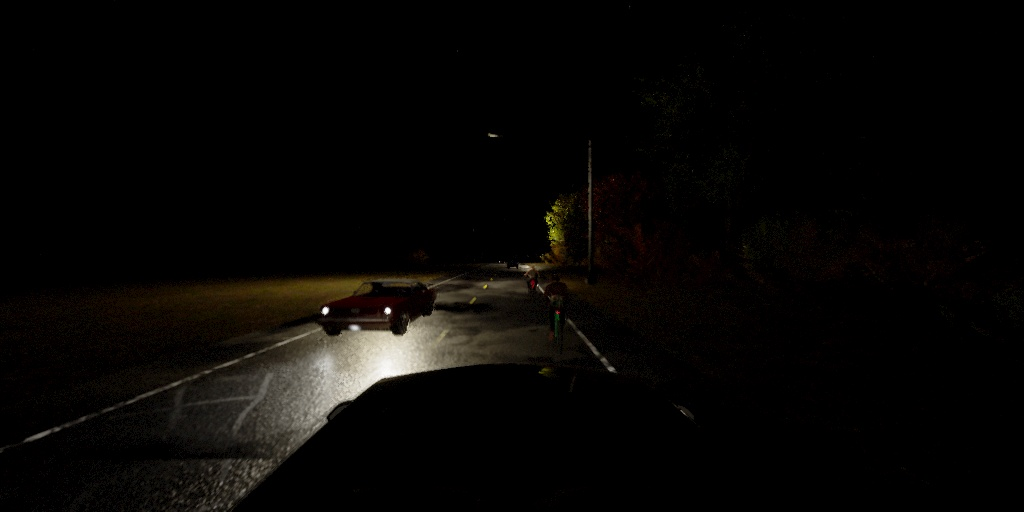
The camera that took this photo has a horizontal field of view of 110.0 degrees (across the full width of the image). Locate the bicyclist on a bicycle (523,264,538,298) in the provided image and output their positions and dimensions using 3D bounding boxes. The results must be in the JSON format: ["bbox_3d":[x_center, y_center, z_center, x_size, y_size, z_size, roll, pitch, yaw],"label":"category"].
[{"bbox_3d":[0.998,1.187,17.562,0.866,1.612,1.509,0,0,0],"label":"bicyclist on a bicycle"}]

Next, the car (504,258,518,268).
[{"bbox_3d":[0.103,1.300,60.642,2.033,1.411,5.357,0,0,0],"label":"car"}]

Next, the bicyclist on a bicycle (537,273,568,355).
[{"bbox_3d":[0.963,1.203,7.771,0.582,1.620,1.656,0,0,0],"label":"bicyclist on a bicycle"}]

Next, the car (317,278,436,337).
[{"bbox_3d":[-3.599,1.351,10.447,1.895,1.301,4.718,0,0,0],"label":"car"}]
